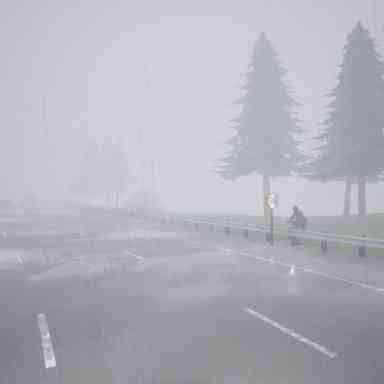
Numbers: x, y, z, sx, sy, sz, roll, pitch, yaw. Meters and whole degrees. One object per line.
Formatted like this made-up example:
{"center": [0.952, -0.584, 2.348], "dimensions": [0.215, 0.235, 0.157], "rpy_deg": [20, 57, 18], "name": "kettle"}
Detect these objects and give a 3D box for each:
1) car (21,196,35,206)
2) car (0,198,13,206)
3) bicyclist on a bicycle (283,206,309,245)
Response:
{"center": [-28.085, 1.501, 56.874], "dimensions": [1.837, 1.490, 4.892], "rpy_deg": [0, -1, -32], "name": "car"}
{"center": [-29.644, 1.601, 52.749], "dimensions": [1.895, 1.301, 4.718], "rpy_deg": [0, 0, -32], "name": "car"}
{"center": [4.418, 1.429, 13.956], "dimensions": [1.656, 1.620, 0.582], "rpy_deg": [6, -3, -31], "name": "bicyclist on a bicycle"}
